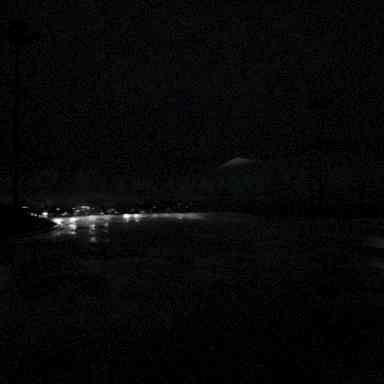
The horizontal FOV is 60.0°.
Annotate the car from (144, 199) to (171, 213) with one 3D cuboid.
[{"bbox_3d":[-4.896,1.810,39.926,1.895,1.301,4.718,1,0,-36],"label":"car"}]

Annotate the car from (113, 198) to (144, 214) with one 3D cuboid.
[{"bbox_3d":[-7.564,1.735,37.644,1.994,1.385,4.181,1,0,-36],"label":"car"}]

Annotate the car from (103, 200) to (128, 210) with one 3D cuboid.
[{"bbox_3d":[-11.283,1.810,48.773,1.895,1.301,4.718,1,0,-35],"label":"car"}]

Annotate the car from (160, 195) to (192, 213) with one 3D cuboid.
[{"bbox_3d":[-2.220,1.469,42.211,2.150,2.045,5.566,1,0,-36],"label":"car"}]

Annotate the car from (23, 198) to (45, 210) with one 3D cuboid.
[{"bbox_3d":[-19.657,1.588,42.421,2.128,1.511,4.902,1,0,-36],"label":"car"}]

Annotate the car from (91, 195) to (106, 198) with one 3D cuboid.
[{"bbox_3d":[-14.041,1.650,46.611,1.882,1.535,5.008,1,0,-36],"label":"car"}]

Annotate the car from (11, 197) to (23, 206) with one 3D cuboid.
[{"bbox_3d":[-28.306,1.601,54.443,1.837,1.490,4.892,1,0,-35],"label":"car"}]

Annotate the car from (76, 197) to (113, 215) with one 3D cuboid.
[{"bbox_3d":[-10.696,1.638,36.000,1.837,1.490,4.892,1,0,-36],"label":"car"}]

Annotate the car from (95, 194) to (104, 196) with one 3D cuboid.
[{"bbox_3d":[-17.986,1.478,64.144,2.150,2.045,5.566,1,0,-36],"label":"car"}]

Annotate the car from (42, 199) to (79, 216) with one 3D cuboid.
[{"bbox_3d":[-13.393,1.697,33.753,1.895,1.301,4.718,1,0,-36],"label":"car"}]

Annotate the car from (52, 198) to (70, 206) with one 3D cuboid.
[{"bbox_3d":[-23.717,1.774,60.107,1.895,1.301,4.718,1,0,-35],"label":"car"}]

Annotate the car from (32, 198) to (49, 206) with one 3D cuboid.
[{"bbox_3d":[-26.255,1.699,57.612,1.994,1.385,4.181,1,0,-35],"label":"car"}]
